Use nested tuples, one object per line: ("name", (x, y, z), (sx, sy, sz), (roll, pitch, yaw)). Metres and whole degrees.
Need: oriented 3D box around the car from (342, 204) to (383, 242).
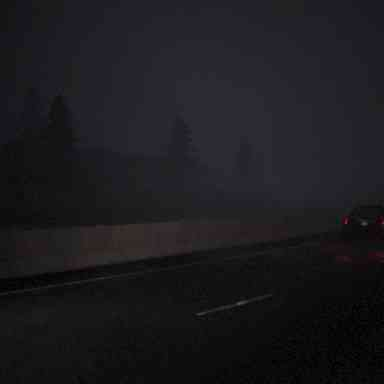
("car", (8.879, 1.359, 15.477), (4.553, 1.767, 2.097), (0, 0, -41))
